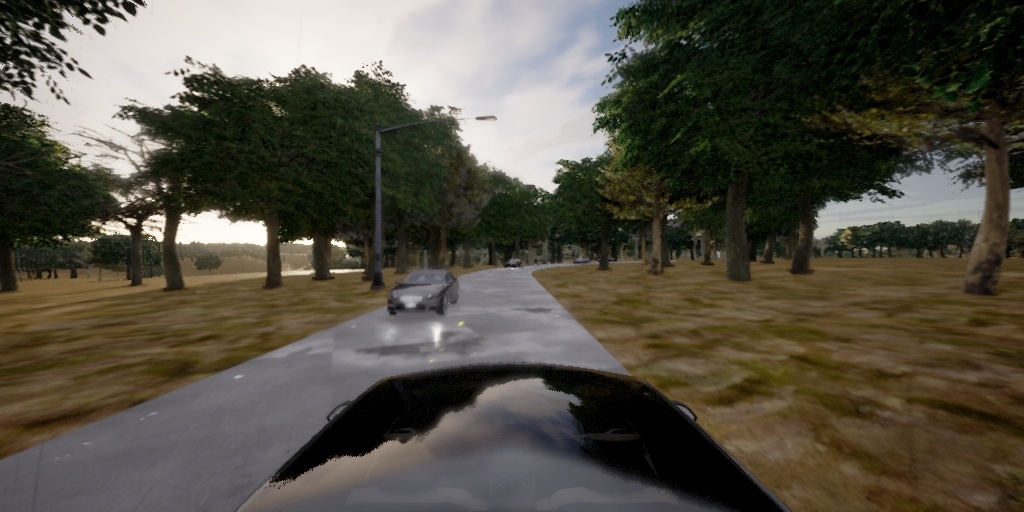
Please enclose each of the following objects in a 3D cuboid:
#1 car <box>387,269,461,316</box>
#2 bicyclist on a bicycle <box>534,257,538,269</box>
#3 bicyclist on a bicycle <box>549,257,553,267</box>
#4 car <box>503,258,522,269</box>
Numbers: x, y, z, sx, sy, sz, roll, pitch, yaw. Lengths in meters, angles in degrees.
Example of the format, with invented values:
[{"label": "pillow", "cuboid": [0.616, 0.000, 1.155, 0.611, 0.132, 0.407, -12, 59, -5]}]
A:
[{"label": "car", "cuboid": [-3.102, 1.237, 13.415, 2.128, 1.511, 4.902, 0, 0, 0]}, {"label": "bicyclist on a bicycle", "cuboid": [3.698, 1.020, 54.081, 0.659, 1.776, 1.843, 1, 1, 17]}, {"label": "bicyclist on a bicycle", "cuboid": [6.820, 0.996, 62.135, 0.659, 1.776, 1.843, 0, 1, 25]}, {"label": "car", "cuboid": [0.147, 1.141, 55.831, 1.837, 1.490, 4.892, 0, 0, 17]}]
